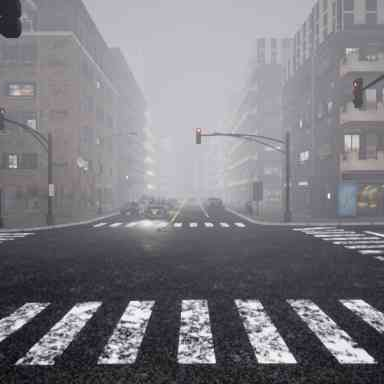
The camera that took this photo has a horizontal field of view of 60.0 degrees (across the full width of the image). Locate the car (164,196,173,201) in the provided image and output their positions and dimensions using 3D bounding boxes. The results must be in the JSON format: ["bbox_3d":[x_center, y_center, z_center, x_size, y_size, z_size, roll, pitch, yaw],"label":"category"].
[{"bbox_3d":[-5.819,1.589,83.362,2.008,1.369,4.403,0,0,0],"label":"car"}]

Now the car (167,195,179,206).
[{"bbox_3d":[-3.158,1.581,56.220,1.994,1.385,4.181,0,0,0],"label":"car"}]

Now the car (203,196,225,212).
[{"bbox_3d":[2.632,1.448,37.919,1.967,1.590,4.097,0,0,0],"label":"car"}]

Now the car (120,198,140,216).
[{"bbox_3d":[-5.739,1.572,32.221,1.947,1.339,4.313,0,0,0],"label":"car"}]

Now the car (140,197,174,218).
[{"bbox_3d":[-3.138,1.497,30.656,2.128,1.511,4.902,0,0,1],"label":"car"}]

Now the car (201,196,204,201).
[{"bbox_3d":[2.623,1.451,43.601,1.967,1.590,4.097,0,0,0],"label":"car"}]

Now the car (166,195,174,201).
[{"bbox_3d":[-5.828,1.595,89.045,2.008,1.369,4.403,0,0,0],"label":"car"}]

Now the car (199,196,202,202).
[{"bbox_3d":[2.606,1.599,54.966,1.802,1.307,4.206,0,0,0],"label":"car"}]

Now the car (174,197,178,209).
[{"bbox_3d":[-3.166,1.611,42.391,1.895,1.301,4.718,0,0,0],"label":"car"}]

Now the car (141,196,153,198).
[{"bbox_3d":[-5.748,1.534,37.734,1.752,1.417,4.829,0,0,0],"label":"car"}]

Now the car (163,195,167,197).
[{"bbox_3d":[-5.775,1.457,54.951,1.967,1.590,4.097,0,0,0],"label":"car"}]

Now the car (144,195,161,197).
[{"bbox_3d":[-5.758,1.326,43.586,2.192,1.841,5.009,0,0,0],"label":"car"}]

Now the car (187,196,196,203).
[{"bbox_3d":[-0.065,1.539,70.643,2.128,1.511,4.902,0,0,0],"label":"car"}]

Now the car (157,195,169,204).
[{"bbox_3d":[-5.793,1.465,66.316,1.967,1.590,4.097,0,0,0],"label":"car"}]
